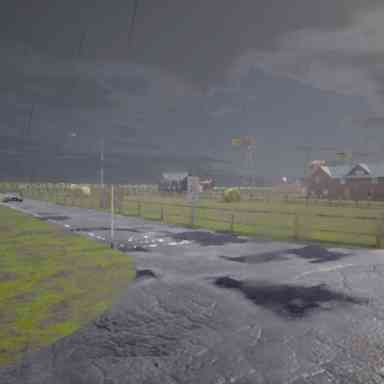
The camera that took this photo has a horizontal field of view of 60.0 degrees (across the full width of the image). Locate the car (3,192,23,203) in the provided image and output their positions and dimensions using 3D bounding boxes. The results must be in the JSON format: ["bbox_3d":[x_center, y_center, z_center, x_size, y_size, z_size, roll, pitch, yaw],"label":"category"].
[{"bbox_3d":[-24.624,0.745,45.687,1.994,1.385,4.181,1,1,-36],"label":"car"}]
